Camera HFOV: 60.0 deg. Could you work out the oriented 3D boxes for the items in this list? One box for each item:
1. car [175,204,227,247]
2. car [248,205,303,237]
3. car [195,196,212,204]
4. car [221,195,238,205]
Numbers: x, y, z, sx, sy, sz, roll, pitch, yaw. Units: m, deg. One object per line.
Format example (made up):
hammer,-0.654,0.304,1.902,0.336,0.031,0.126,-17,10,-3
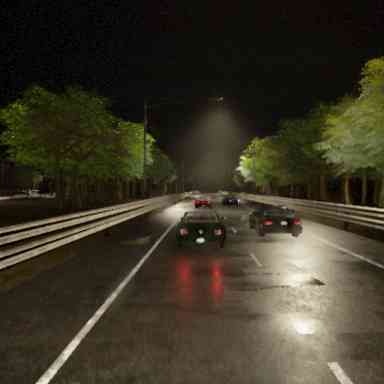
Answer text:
car,0.411,1.426,14.102,1.895,1.301,4.718,0,1,3
car,4.021,1.356,16.724,2.033,1.411,5.357,0,1,2
car,1.276,1.148,37.882,1.895,1.301,4.718,0,1,2
car,5.000,1.054,44.388,1.994,1.385,4.181,0,1,2
